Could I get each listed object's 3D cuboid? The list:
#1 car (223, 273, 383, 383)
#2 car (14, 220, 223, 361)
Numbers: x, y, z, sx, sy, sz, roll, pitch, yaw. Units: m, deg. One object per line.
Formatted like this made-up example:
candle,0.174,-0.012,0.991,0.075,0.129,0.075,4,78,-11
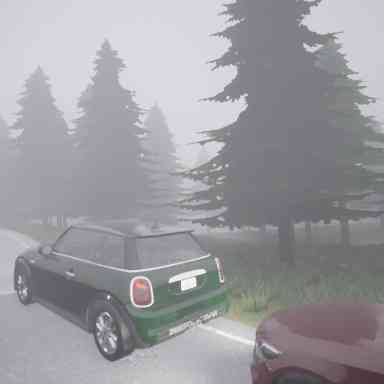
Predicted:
car,2.751,1.531,2.594,4.674,1.442,1.812,1,0,36
car,-1.577,1.309,6.216,4.553,1.767,2.097,1,1,44
